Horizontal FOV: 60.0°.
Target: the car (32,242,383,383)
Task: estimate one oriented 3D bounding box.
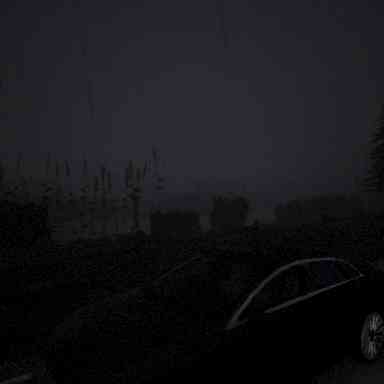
[{"bbox_3d":[0.684,1.473,4.197,4.902,1.511,2.128,-1,0,-36],"label":"car"}]
